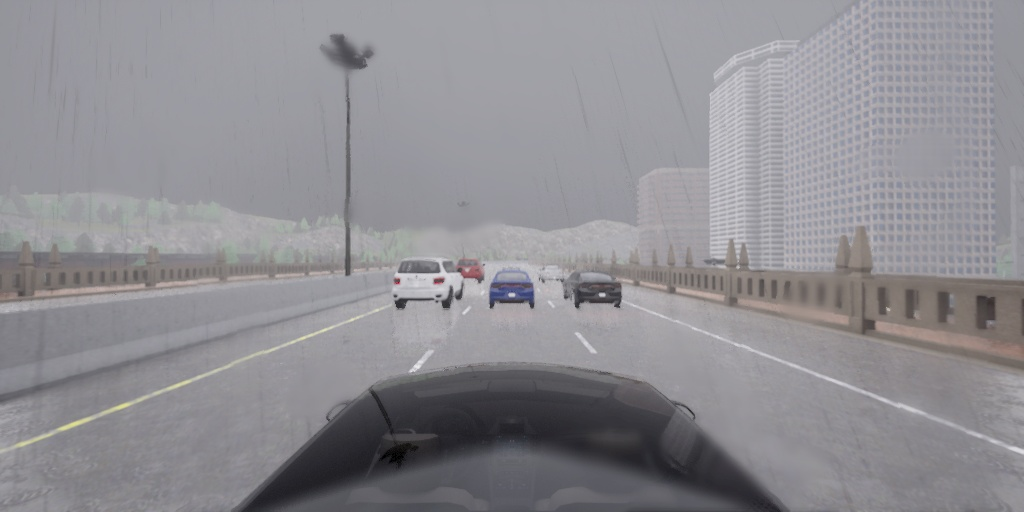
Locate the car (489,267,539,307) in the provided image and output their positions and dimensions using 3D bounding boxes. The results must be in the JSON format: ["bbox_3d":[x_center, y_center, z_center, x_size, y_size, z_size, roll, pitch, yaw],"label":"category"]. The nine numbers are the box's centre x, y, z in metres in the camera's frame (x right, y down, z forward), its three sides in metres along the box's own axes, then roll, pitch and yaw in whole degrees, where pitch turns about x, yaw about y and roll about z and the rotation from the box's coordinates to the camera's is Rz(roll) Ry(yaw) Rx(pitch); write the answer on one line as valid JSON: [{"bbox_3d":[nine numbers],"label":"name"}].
[{"bbox_3d":[-0.005,1.369,16.314,1.882,1.535,5.008,0,0,0],"label":"car"}]

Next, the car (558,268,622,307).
[{"bbox_3d":[3.495,1.369,16.317,1.882,1.535,5.008,0,0,0],"label":"car"}]

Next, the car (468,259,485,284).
[{"bbox_3d":[-3.578,1.248,30.917,2.150,2.045,5.566,0,0,-1],"label":"car"}]

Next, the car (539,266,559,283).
[{"bbox_3d":[3.416,1.562,31.406,1.812,1.442,4.674,0,0,-1],"label":"car"}]

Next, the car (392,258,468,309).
[{"bbox_3d":[-3.509,1.103,15.850,2.150,2.045,5.566,0,0,0],"label":"car"}]
